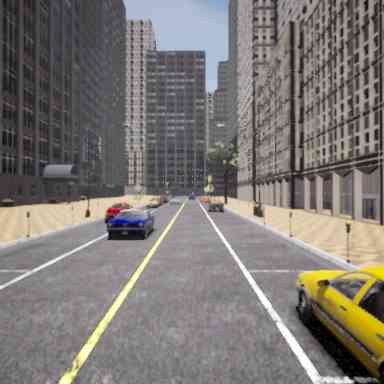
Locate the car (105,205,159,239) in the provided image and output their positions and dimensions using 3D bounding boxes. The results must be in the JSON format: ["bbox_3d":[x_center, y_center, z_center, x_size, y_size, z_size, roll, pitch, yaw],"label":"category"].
[{"bbox_3d":[-3.099,1.601,17.611,1.895,1.301,4.718,0,0,0],"label":"car"}]

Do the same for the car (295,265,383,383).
[{"bbox_3d":[2.699,1.526,4.265,1.752,1.417,4.829,1,0,0],"label":"car"}]

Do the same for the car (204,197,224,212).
[{"bbox_3d":[2.704,1.547,37.944,2.008,1.369,4.403,1,0,0],"label":"car"}]

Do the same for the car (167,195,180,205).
[{"bbox_3d":[-3.041,1.590,58.726,1.895,1.301,4.718,0,0,1],"label":"car"}]

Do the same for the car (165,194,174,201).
[{"bbox_3d":[-5.668,1.418,83.077,1.967,1.590,4.097,1,0,0],"label":"car"}]

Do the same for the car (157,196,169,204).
[{"bbox_3d":[-5.672,1.552,66.148,1.947,1.339,4.313,1,0,0],"label":"car"}]

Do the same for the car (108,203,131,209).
[{"bbox_3d":[-5.678,1.543,26.649,1.887,1.381,4.507,1,0,0],"label":"car"}]

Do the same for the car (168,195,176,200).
[{"bbox_3d":[-5.668,1.538,94.362,1.947,1.339,4.313,1,0,0],"label":"car"}]

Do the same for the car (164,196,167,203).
[{"bbox_3d":[-5.673,1.536,54.863,1.887,1.381,4.507,1,0,0],"label":"car"}]

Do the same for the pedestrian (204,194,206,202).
[{"bbox_3d":[3.012,1.275,76.192,0.375,1.860,0.375,1,-1,0],"label":"pedestrian"}]

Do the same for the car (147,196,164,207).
[{"bbox_3d":[-5.675,1.518,49.050,1.752,1.417,4.829,1,0,0],"label":"car"}]

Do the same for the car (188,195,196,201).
[{"bbox_3d":[0.013,1.492,86.691,1.812,1.442,4.674,0,0,0],"label":"car"}]

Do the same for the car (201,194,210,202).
[{"bbox_3d":[3.012,1.334,73.378,2.097,1.767,4.553,0,0,0],"label":"car"}]

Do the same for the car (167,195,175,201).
[{"bbox_3d":[-5.668,1.557,88.719,1.802,1.307,4.206,1,0,0],"label":"car"}]
